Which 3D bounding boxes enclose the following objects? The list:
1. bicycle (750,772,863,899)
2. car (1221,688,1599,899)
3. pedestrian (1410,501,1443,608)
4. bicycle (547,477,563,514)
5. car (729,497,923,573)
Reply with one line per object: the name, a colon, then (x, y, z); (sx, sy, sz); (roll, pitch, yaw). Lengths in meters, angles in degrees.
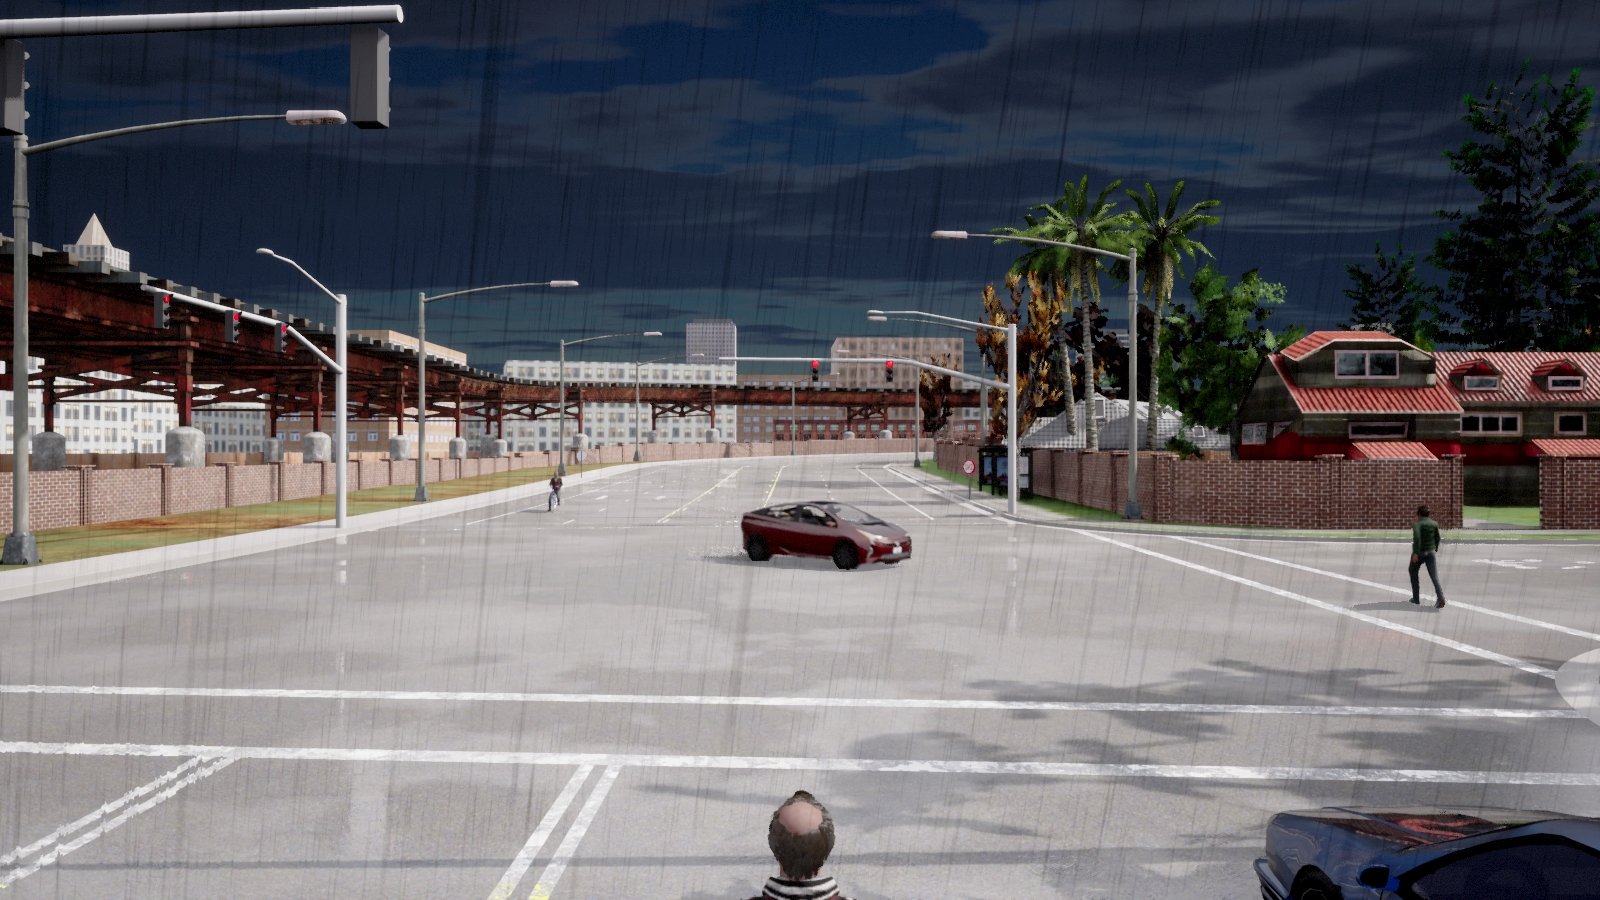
bicycle: (0.019, 2.048, 3.681); (0.329, 1.496, 1.835); (0, 0, 0)
car: (3.467, 2.106, 4.038); (2.033, 1.411, 5.357); (0, 0, 1)
pedestrian: (11.111, 1.848, 20.263); (0.375, 1.860, 0.375); (0, 0, -3)
bicycle: (-10.519, 1.934, 49.111); (0.329, 1.496, 1.835); (0, 0, 0)
car: (0.571, 2.024, 28.044); (4.514, 1.525, 2.007); (0, 0, 41)
